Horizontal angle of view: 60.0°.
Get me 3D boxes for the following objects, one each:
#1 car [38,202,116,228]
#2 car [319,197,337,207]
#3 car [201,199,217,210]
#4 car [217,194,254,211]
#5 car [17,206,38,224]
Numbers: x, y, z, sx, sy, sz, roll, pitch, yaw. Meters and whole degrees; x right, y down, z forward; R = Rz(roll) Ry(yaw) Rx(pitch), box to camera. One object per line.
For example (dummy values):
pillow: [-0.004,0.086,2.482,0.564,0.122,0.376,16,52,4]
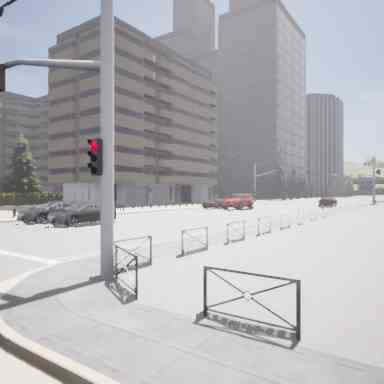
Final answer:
car: [-7.365,1.487,22.532,2.128,1.511,4.902,0,0,35]
car: [20.785,1.475,50.718,1.882,1.535,5.008,0,-1,35]
car: [3.214,1.596,44.019,1.895,1.301,4.718,0,0,35]
car: [5.791,1.217,41.595,2.150,2.045,5.566,0,0,35]
car: [-10.251,1.486,24.512,2.128,1.511,4.902,0,0,35]
